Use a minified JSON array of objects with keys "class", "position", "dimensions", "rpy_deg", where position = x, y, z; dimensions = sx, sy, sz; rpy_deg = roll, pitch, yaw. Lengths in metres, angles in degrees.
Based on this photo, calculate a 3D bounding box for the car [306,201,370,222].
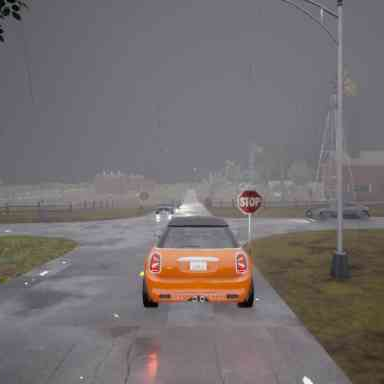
[{"class":"car","position":[10.345,1.331,23.792],"dimensions":[4.181,1.385,1.994],"rpy_deg":[-1,1,-1]}]

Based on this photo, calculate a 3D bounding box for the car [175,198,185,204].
[{"class":"car","position":[-2.573,1.928,71.915],"dimensions":[1.994,1.385,4.181],"rpy_deg":[0,-1,0]}]

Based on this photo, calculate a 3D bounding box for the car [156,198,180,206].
[{"class":"car","position":[-2.794,1.614,36.483],"dimensions":[2.033,1.411,5.357],"rpy_deg":[0,0,1]}]

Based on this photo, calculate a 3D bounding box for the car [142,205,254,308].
[{"class":"car","position":[0.119,1.354,8.100],"dimensions":[2.097,1.767,4.553],"rpy_deg":[0,0,0]}]

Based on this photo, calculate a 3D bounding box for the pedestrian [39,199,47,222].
[{"class":"pedestrian","position":[-12.088,1.466,26.978],"dimensions":[0.375,1.860,0.375],"rpy_deg":[0,2,0]}]

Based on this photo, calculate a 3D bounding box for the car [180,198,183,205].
[{"class":"car","position":[-2.725,1.687,46.320],"dimensions":[1.994,1.385,4.181],"rpy_deg":[0,0,0]}]

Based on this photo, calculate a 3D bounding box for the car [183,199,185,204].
[{"class":"car","position":[-2.690,1.767,57.760],"dimensions":[2.033,1.411,5.357],"rpy_deg":[0,-1,0]}]
